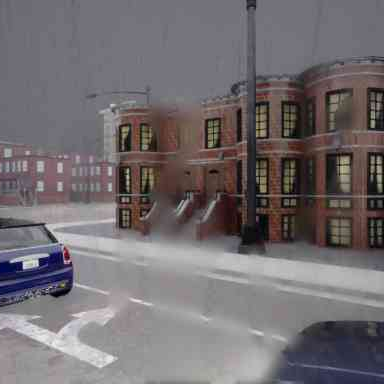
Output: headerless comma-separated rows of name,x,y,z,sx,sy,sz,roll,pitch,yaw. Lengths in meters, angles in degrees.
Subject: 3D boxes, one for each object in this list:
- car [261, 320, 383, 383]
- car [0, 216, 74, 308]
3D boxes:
car,3.056,1.547,1.809,5.357,1.411,2.033,0,0,36
car,-4.716,1.352,7.355,4.553,1.767,2.097,0,0,35
